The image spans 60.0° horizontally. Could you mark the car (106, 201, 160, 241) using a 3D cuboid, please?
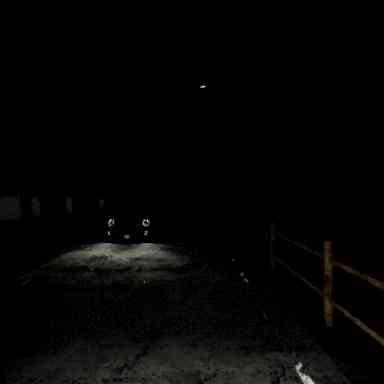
[{"bbox_3d":[-2.827,1.363,16.770,2.097,1.767,4.553,0,0,0],"label":"car"}]
